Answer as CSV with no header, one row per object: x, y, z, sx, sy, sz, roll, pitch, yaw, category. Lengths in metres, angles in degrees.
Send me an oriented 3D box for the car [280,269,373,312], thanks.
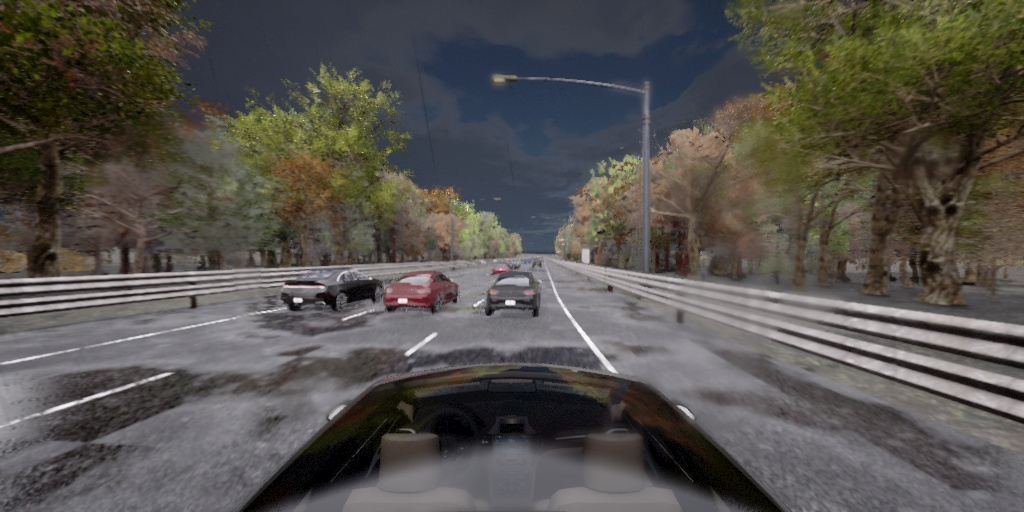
-6.829,1.246,14.208,2.128,1.511,4.902,0,0,5,car

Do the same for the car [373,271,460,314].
-3.344,1.301,13.909,1.812,1.442,4.674,0,0,5,car

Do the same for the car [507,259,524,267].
0.450,1.545,58.827,1.895,1.301,4.718,0,0,5,car

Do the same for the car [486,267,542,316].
0.146,1.322,13.613,1.812,1.442,4.674,0,0,5,car

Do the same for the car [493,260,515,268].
-1.066,1.448,40.855,1.994,1.385,4.181,0,0,5,car
